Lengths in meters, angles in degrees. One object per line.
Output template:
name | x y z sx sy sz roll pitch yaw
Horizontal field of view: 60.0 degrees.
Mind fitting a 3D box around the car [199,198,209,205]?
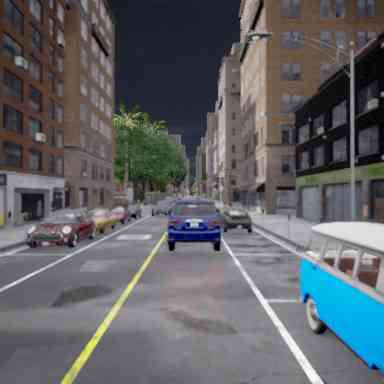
car | 2.668 2.121 74.916 1.967 1.590 4.097 0 -1 0

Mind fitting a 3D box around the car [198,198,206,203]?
car | 2.668 2.384 91.139 1.887 1.381 4.507 0 -1 0

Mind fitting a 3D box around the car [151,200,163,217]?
car | -3.097 1.653 35.172 2.097 1.767 4.553 0 -1 0

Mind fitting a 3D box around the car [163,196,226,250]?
car | 0.093 1.347 15.139 2.150 2.045 5.566 0 0 0

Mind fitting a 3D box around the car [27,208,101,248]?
car | -5.855 1.567 15.320 1.967 1.590 4.097 0 0 0

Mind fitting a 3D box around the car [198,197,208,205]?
car | 2.668 2.049 80.325 2.192 1.841 5.009 0 -1 0

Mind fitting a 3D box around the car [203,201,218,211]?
car | 2.669 1.989 48.351 1.947 1.339 4.313 0 -1 0

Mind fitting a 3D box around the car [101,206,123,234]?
car | -5.855 1.698 20.658 1.752 1.417 4.829 0 0 0

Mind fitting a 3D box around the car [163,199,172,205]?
car | -5.857 2.300 80.340 1.947 1.339 4.313 0 -1 0

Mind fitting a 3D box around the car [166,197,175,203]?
car | -5.858 2.279 91.155 1.967 1.590 4.097 0 -1 0

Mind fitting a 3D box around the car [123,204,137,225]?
car | -5.856 1.804 26.336 1.802 1.307 4.206 0 -1 0

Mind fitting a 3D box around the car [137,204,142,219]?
car | -5.856 1.837 31.845 1.947 1.339 4.313 0 -1 0

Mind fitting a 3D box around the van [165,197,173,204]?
van | -5.857 2.128 85.748 1.690 1.788 3.998 0 -1 0

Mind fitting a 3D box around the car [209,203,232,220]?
car | 2.669 1.798 32.000 1.752 1.417 4.829 0 -1 0

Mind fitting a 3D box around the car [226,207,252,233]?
car | 2.670 1.725 20.815 2.008 1.369 4.403 0 0 0

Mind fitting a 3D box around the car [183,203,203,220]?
car | 0.094 1.799 32.114 1.812 1.442 4.674 0 -1 0

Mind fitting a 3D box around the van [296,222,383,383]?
van | 2.671 1.376 4.294 1.690 1.788 3.998 0 0 0
